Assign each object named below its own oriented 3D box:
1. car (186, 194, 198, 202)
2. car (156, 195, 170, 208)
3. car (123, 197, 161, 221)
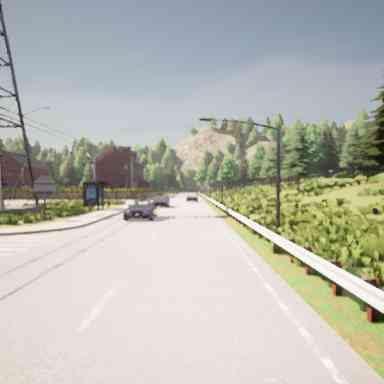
[{"bbox_3d":[0.012,0.985,54.354,1.895,1.301,4.718,0,1,0],"label":"car"},{"bbox_3d":[-3.569,1.099,39.464,2.033,1.411,5.357,0,1,0],"label":"car"},{"bbox_3d":[-3.635,1.289,24.091,1.994,1.385,4.181,0,1,0],"label":"car"}]
